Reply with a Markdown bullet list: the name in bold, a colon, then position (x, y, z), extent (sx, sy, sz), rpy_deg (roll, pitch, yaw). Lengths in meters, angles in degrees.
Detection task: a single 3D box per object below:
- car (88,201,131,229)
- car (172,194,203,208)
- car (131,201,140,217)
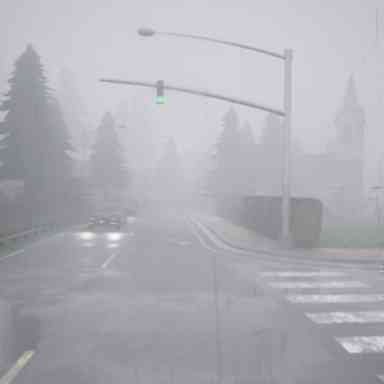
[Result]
- **car**: position (-5.309, 1.481, 21.338), extent (1.837, 1.490, 4.892), rpy_deg (1, 0, -4)
- **car**: position (-0.590, 1.353, 50.380), extent (2.150, 2.045, 5.566), rpy_deg (0, -1, 38)
- **car**: position (-6.132, 1.540, 32.011), extent (2.033, 1.411, 5.357), rpy_deg (1, 0, -3)
